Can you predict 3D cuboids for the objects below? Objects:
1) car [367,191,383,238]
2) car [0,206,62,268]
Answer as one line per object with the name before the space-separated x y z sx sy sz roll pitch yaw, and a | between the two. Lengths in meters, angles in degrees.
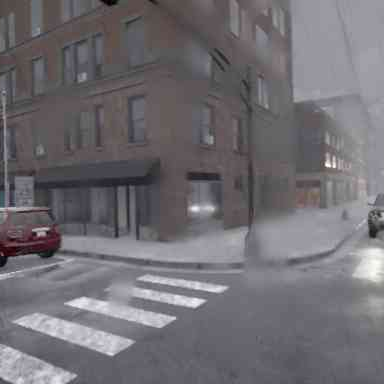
car | 9.771 0.952 15.725 2.150 2.045 5.566 -1 0 35
car | -6.732 1.446 11.767 5.009 1.841 2.192 -1 0 33
